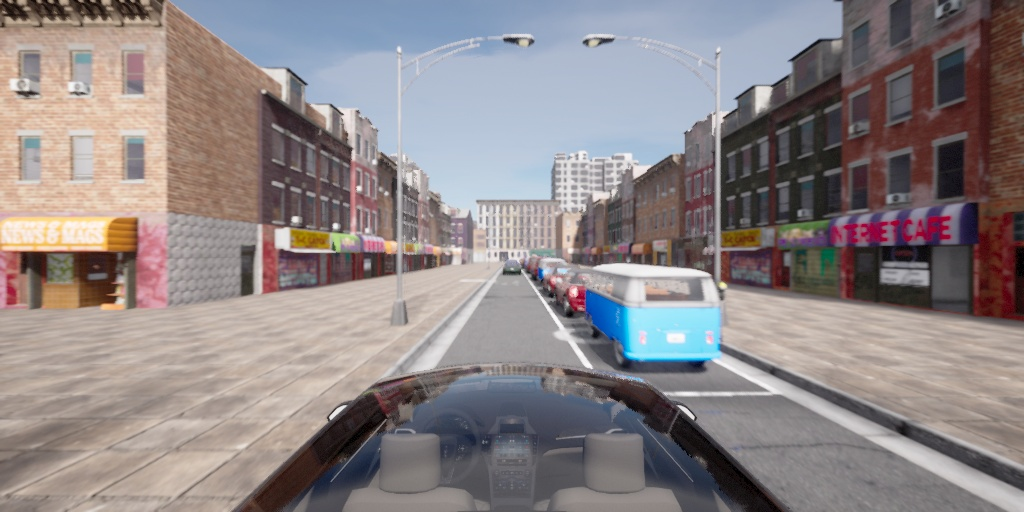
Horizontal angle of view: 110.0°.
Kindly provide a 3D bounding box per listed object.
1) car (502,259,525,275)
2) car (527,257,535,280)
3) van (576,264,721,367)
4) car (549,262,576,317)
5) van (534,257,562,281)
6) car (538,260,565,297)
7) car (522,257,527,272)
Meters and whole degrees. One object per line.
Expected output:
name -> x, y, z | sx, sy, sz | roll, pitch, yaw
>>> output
car -> 0.007, 1.266, 37.906 | 1.994, 1.385, 4.181 | 0, 0, 0
car -> 2.641, 1.025, 29.513 | 2.192, 1.841, 5.009 | 0, 0, 0
van -> 2.638, 1.081, 7.615 | 1.690, 1.789, 3.998 | 0, 0, 0
car -> 2.639, 1.171, 13.091 | 1.967, 1.591, 4.097 | 0, 0, 0
van -> 2.641, 1.057, 24.041 | 1.690, 1.789, 3.998 | 0, 0, 0
car -> 2.640, 1.164, 18.566 | 1.967, 1.591, 4.097 | 0, 0, 0
car -> 2.643, 1.013, 40.467 | 2.192, 1.841, 5.009 | 0, 0, 0
